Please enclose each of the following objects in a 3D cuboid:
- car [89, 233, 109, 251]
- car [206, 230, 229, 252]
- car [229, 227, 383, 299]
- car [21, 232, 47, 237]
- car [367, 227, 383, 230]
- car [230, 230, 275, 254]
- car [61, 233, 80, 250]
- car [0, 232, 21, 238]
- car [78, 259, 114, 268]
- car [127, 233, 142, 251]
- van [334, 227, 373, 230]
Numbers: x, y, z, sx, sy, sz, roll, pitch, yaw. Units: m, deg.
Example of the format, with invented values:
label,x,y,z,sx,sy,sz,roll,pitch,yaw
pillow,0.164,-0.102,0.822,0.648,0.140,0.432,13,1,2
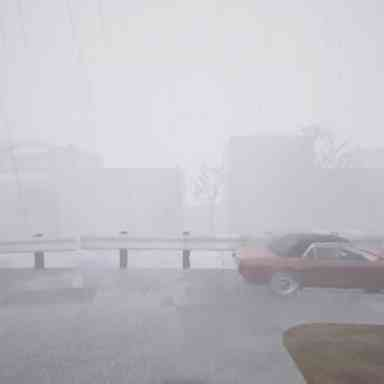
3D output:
label,x,y,z,sx,sy,sz,roll,pitch,yaw
car,-9.169,4.740,32.595,1.946,1.575,5.366,0,-1,-18
car,2.718,4.615,32.099,2.185,1.767,4.553,0,-1,-18
car,3.396,1.708,8.063,4.718,1.301,1.895,1,0,2
car,-15.084,4.740,32.774,1.946,1.575,5.366,0,-1,-18
car,17.529,4.485,31.604,2.435,2.045,5.566,0,-1,-18
car,5.691,4.741,31.980,2.231,1.521,4.892,0,0,-18
car,-12.057,4.741,32.512,2.097,1.535,5.008,0,-1,-18
car,-17.984,4.742,32.687,2.097,1.535,5.008,1,-1,-18
car,-4.366,4.545,15.297,2.435,2.045,5.566,0,1,-18
car,-6.130,4.770,32.311,2.163,1.488,4.792,0,-1,-18
van,14.517,4.513,31.826,1.878,1.987,4.442,0,-1,-18
